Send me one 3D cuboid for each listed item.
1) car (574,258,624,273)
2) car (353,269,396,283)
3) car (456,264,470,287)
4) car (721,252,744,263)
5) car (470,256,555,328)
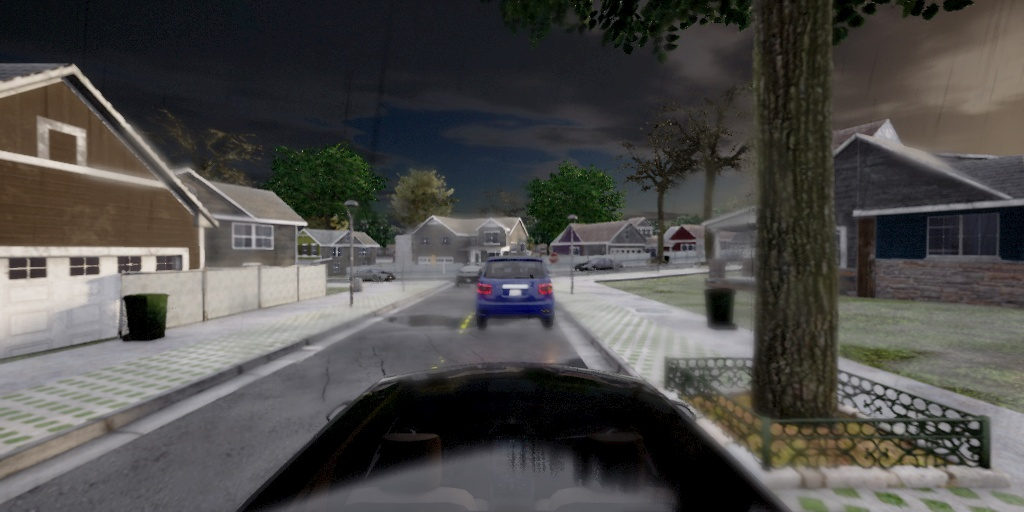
[{"bbox_3d":[9.160,0.932,37.738,5.357,1.411,2.033,-3,2,-24],"label":"car"},{"bbox_3d":[-13.480,1.935,34.977,4.181,1.385,1.994,-2,0,21],"label":"car"},{"bbox_3d":[-2.796,1.324,25.633,1.882,1.535,5.008,0,0,0],"label":"car"},{"bbox_3d":[27.692,0.188,46.438,5.357,1.411,2.033,-2,2,-25],"label":"car"},{"bbox_3d":[0.081,1.009,11.632,2.150,2.045,5.566,0,0,0],"label":"car"}]
